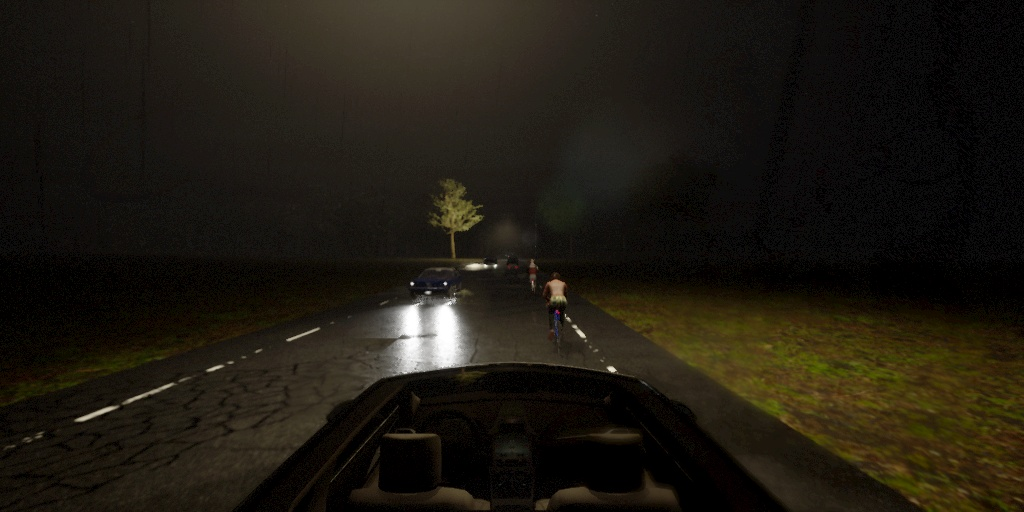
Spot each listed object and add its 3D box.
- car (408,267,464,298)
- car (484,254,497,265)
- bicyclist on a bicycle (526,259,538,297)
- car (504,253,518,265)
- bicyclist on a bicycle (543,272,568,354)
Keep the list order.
[{"bbox_3d":[-3.606,1.252,17.666,1.895,1.301,4.718,0,1,0],"label":"car"},{"bbox_3d":[-3.588,0.504,60.398,2.097,1.767,4.553,0,1,0],"label":"car"},{"bbox_3d":[0.953,1.027,17.120,0.659,1.776,1.843,0,1,0],"label":"bicyclist on a bicycle"},{"bbox_3d":[0.075,0.663,59.116,2.128,1.511,4.902,0,1,0],"label":"car"},{"bbox_3d":[0.957,1.188,7.760,0.582,1.620,1.656,0,0,0],"label":"bicyclist on a bicycle"}]
